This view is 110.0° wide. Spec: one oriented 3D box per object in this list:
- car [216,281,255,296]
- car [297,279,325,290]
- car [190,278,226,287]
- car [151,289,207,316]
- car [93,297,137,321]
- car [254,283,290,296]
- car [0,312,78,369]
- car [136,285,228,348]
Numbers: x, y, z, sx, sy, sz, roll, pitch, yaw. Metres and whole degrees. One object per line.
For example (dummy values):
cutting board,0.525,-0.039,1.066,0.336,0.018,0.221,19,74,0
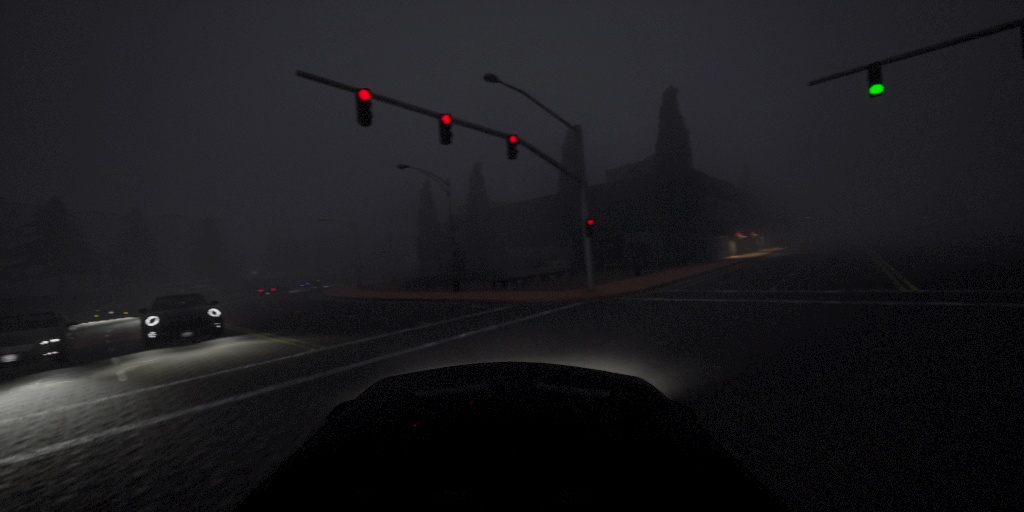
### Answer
car,-31.327,3.726,41.715,2.033,1.411,5.357,-5,0,-13
car,-28.903,4.003,51.576,1.994,1.385,4.181,-5,0,3
car,-34.749,3.685,40.918,2.150,2.045,5.566,-5,0,-13
car,-25.320,3.479,27.477,2.128,1.511,4.902,-5,0,-31
car,-28.753,3.827,26.522,1.994,1.385,4.181,-5,0,-30
car,-27.352,3.846,41.383,1.895,1.301,4.718,-5,0,-15
car,-14.605,2.493,10.730,4.902,1.511,2.128,-5,0,42
car,-12.597,2.210,13.623,4.553,1.767,2.097,-5,-1,44
